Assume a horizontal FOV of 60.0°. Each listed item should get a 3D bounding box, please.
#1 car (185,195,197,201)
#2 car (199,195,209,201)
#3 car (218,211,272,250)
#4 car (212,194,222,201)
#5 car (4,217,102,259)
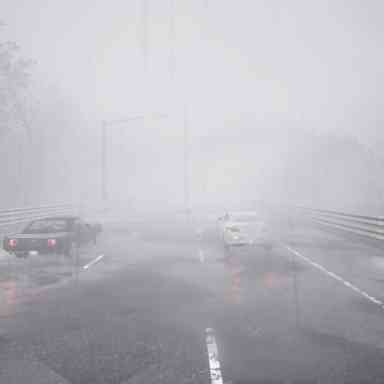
[{"bbox_3d":[-0.657,1.620,85.767,2.033,1.411,5.357,0,0,6],"label":"car"},{"bbox_3d":[2.872,1.675,85.870,1.895,1.301,4.718,0,0,6],"label":"car"},{"bbox_3d":[2.131,1.530,14.120,1.812,1.442,4.674,0,0,1],"label":"car"},{"bbox_3d":[6.431,1.436,86.264,2.097,1.767,4.553,0,0,6],"label":"car"},{"bbox_3d":[-4.917,1.604,12.626,1.895,1.301,4.718,0,0,1],"label":"car"}]
